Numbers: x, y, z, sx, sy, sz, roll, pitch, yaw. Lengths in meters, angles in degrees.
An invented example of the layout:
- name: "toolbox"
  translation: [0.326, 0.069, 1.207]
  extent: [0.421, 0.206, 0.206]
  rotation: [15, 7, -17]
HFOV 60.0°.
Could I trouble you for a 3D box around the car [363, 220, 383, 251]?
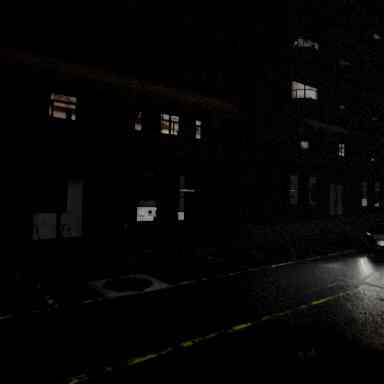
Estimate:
- name: "car"
  translation: [8.531, 1.501, 12.866]
  extent: [4.902, 1.511, 2.128]
  rotation: [0, 0, -35]
